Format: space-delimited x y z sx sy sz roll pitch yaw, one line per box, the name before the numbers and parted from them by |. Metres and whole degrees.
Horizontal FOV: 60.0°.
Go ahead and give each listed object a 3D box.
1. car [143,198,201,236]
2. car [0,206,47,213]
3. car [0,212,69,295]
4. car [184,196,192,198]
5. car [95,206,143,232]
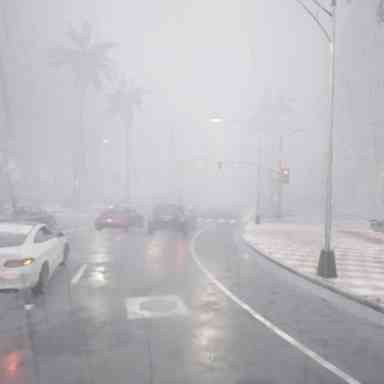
car | -0.992 1.404 18.969 2.097 1.767 4.553 2 0 8
car | -8.442 1.402 16.477 1.994 1.385 4.181 1 0 4
car | -4.290 1.443 8.208 1.812 1.442 4.674 2 0 -12
car | -1.061 1.825 81.895 2.161 1.482 4.786 2 0 12
car | -4.248 1.532 20.154 1.994 1.385 4.181 2 0 8
